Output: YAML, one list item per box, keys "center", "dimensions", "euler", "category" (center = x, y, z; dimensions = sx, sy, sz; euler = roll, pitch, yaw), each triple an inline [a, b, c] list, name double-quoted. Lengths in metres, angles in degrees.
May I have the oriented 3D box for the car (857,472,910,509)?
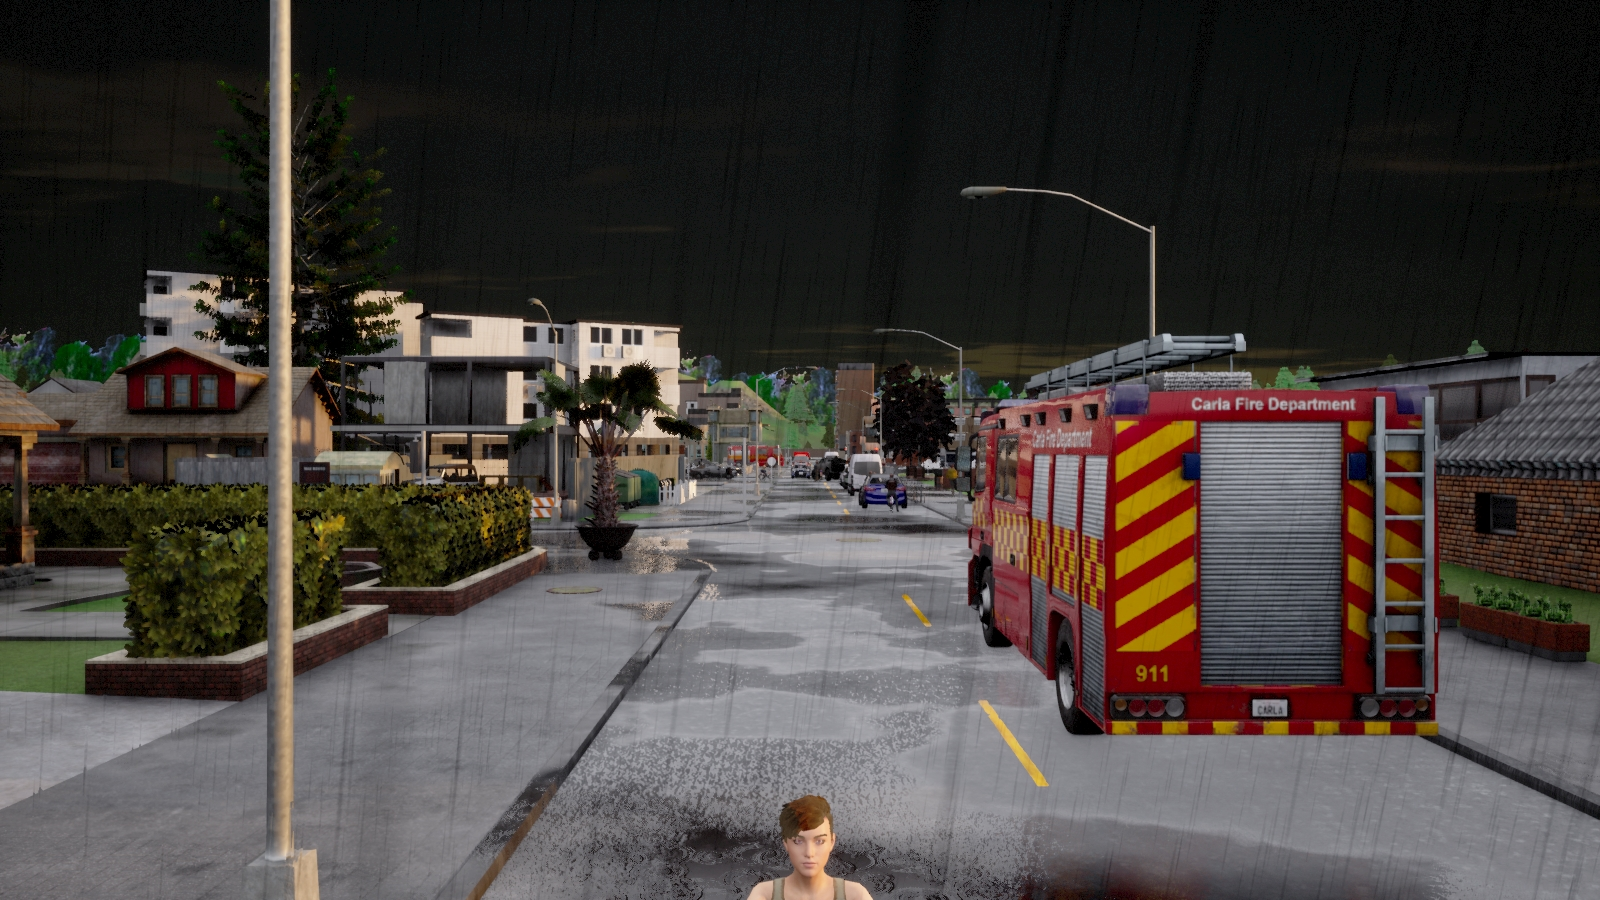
- center: [4.046, 1.967, 56.171]
  dimensions: [2.242, 1.667, 4.611]
  euler: [0, 0, 0]
  category: "car"

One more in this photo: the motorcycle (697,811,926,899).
- center: [0.039, 2.155, 3.558]
  dimensions: [0.764, 1.307, 2.356]
  euler: [0, 0, 0]
  category: "motorcycle"

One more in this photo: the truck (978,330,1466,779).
- center: [4.261, 0.890, 13.995]
  dimensions: [2.891, 3.827, 8.468]
  euler: [0, 0, 0]
  category: "truck"

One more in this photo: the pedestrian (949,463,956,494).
- center: [9.299, 1.744, 69.764]
  dimensions: [0.375, 1.860, 0.375]
  euler: [0, 0, 0]
  category: "pedestrian"

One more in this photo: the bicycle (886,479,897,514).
- center: [4.077, 2.060, 50.936]
  dimensions: [0.329, 1.471, 1.835]
  euler: [0, 0, 0]
  category: "bicycle"

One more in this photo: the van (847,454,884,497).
- center: [4.045, 1.534, 71.355]
  dimensions: [1.988, 2.561, 5.915]
  euler: [0, 0, 0]
  category: "van"
